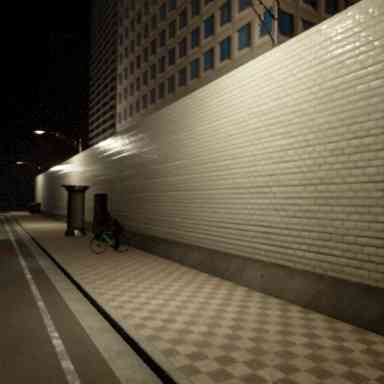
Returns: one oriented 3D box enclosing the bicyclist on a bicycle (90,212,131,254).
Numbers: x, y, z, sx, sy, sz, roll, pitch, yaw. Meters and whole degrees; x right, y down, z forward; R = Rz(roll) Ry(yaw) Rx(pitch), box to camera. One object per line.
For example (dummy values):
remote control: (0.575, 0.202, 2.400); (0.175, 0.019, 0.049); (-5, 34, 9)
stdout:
bicyclist on a bicycle: (-3.236, 1.645, 13.310); (1.656, 1.620, 0.582); (1, -2, -31)
